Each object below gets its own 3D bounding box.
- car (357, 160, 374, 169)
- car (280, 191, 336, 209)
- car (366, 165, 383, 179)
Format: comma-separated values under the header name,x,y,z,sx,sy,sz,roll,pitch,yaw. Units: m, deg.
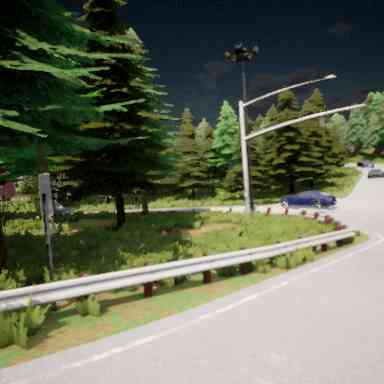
name,x,y,z,sx,sy,sz,roll,pitch,yaw
car,32.878,-5.318,62.937,2.128,1.511,4.902,-4,7,10
car,9.813,0.616,28.394,4.674,1.442,1.812,2,4,42
car,26.657,-2.721,48.240,1.994,1.385,4.181,-3,8,31
